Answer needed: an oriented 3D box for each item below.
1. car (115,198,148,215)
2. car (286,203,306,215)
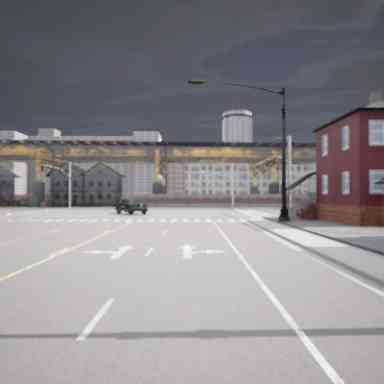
[{"bbox_3d":[-7.450,1.689,40.863,2.150,2.045,5.566,1,-1,-36],"label":"car"},{"bbox_3d":[13.084,1.984,37.816,5.357,1.411,2.033,0,-1,3],"label":"car"}]
